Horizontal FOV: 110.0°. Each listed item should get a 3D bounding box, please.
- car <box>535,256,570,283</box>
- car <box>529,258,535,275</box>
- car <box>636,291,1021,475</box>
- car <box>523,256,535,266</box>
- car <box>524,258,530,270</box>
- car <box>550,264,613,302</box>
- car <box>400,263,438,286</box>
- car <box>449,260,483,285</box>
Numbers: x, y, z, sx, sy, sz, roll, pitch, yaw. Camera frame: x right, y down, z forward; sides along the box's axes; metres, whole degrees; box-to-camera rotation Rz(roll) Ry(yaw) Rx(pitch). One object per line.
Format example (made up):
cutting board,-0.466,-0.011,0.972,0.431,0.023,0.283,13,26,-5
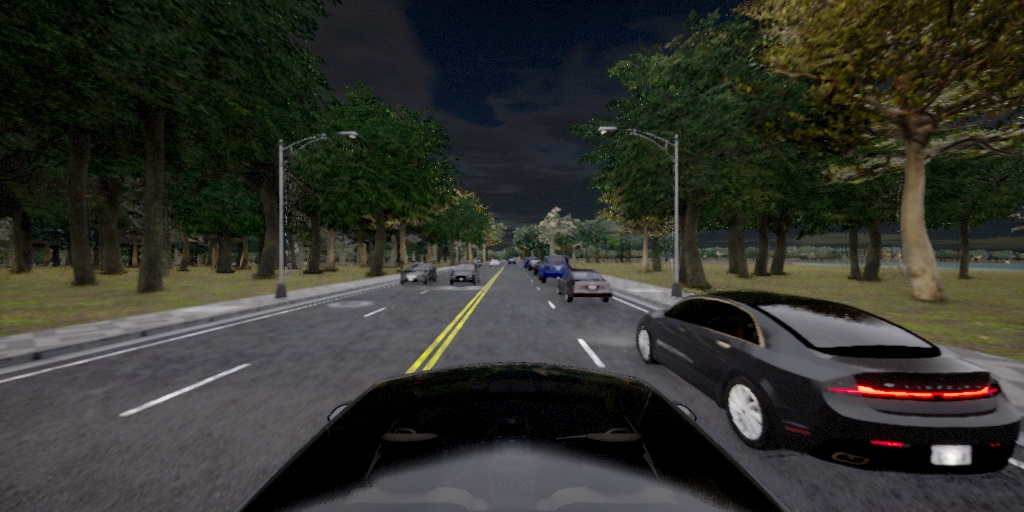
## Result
car,3.247,0.992,27.977,2.150,2.045,5.566,0,0,0
car,3.246,1.271,38.948,1.882,1.535,5.008,0,0,0
car,3.349,1.257,5.155,1.837,1.490,4.892,0,0,0
car,3.244,1.075,60.980,2.150,2.045,5.566,0,0,0
car,3.245,1.325,49.978,2.163,1.488,4.792,0,0,0
car,3.248,1.304,16.946,2.033,1.411,5.357,0,0,0
car,-6.598,1.259,25.877,2.128,1.511,4.902,0,0,0
car,-3.348,1.272,26.033,1.837,1.490,4.892,0,0,0
